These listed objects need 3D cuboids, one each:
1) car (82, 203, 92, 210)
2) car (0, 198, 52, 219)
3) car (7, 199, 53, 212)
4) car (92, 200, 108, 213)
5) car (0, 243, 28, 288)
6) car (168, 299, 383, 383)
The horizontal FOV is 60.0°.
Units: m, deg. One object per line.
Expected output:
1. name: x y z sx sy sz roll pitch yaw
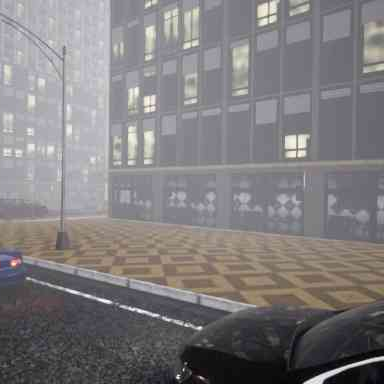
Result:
1. car: -12.356 1.779 45.695 2.033 1.411 5.357 1 0 37
2. car: -16.069 1.517 30.971 2.192 1.841 5.009 1 0 37
3. car: -19.549 1.640 40.352 1.752 1.417 4.829 1 0 37
4. car: -9.254 1.827 40.169 1.752 1.417 4.829 1 0 37
5. car: -6.115 1.543 8.065 5.357 1.411 2.033 0 0 36
6. car: 2.030 1.505 2.233 4.892 1.490 1.837 0 0 35
